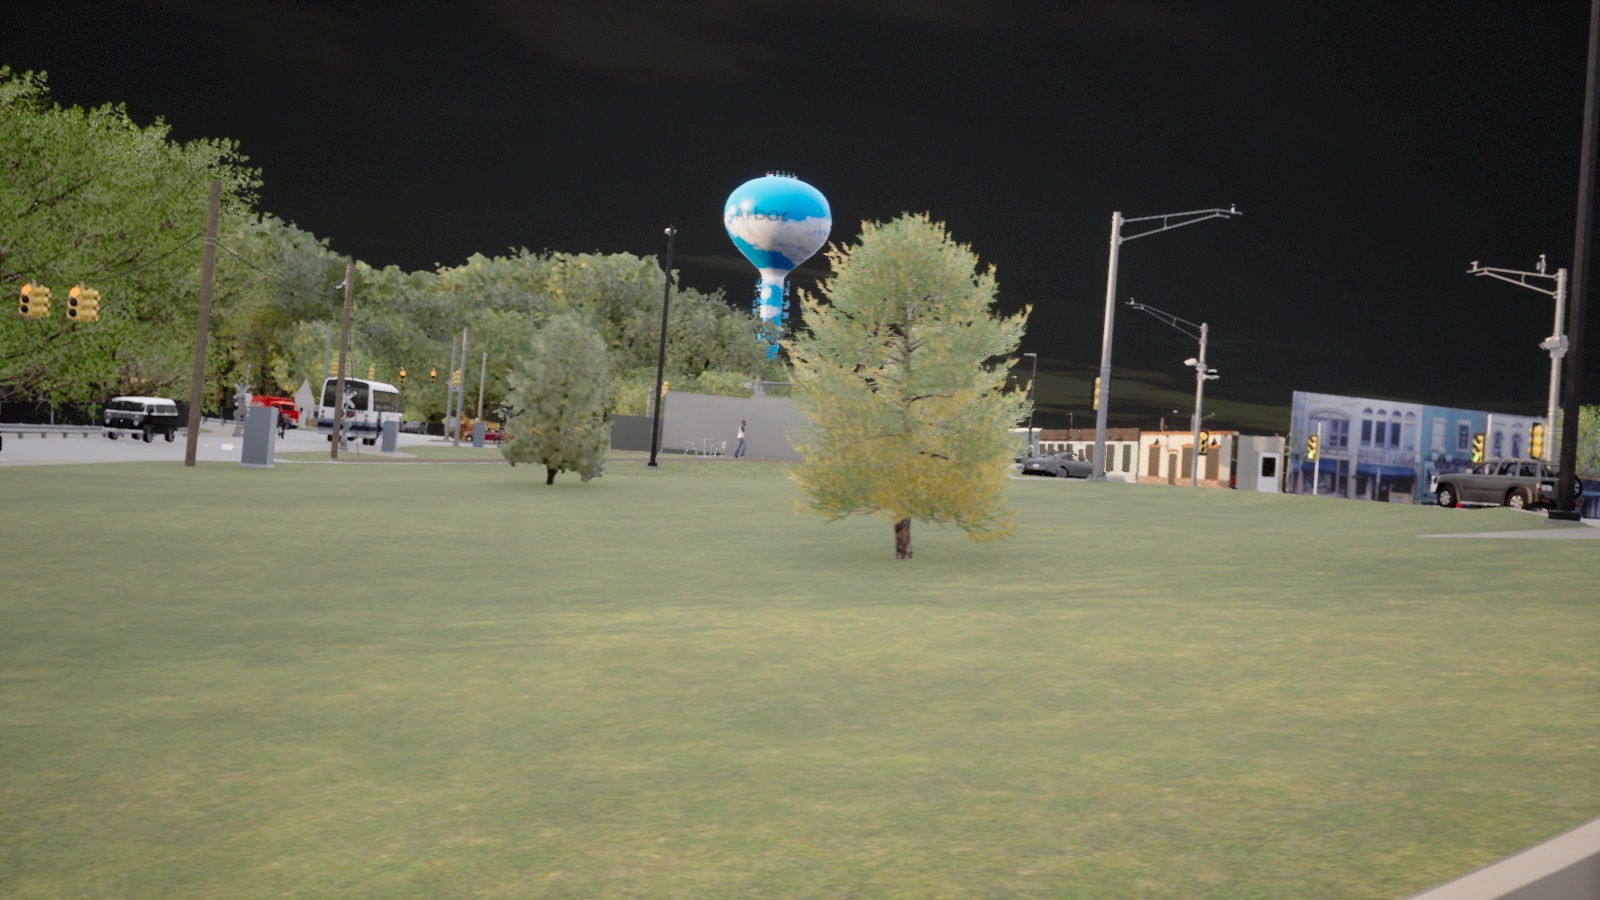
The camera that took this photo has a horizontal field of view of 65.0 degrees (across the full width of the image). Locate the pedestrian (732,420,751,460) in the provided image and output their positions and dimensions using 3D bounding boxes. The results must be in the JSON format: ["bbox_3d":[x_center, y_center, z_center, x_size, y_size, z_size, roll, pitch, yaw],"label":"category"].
[{"bbox_3d":[-2.747,-0.468,59.006,0.706,1.836,0.354,4,-1,-11],"label":"pedestrian"}]

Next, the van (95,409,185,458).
[{"bbox_3d":[-30.256,-0.770,57.734,2.069,2.038,4.480,3,0,-6],"label":"van"}]

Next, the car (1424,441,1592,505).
[{"bbox_3d":[23.024,0.695,41.074,1.932,1.855,4.605,4,-1,-18],"label":"car"}]

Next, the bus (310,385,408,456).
[{"bbox_3d":[-29.624,-1.939,84.971,3.944,4.253,10.273,4,0,-7],"label":"bus"}]

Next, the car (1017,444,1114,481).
[{"bbox_3d":[11.922,0.570,56.272,4.181,1.385,1.994,5,-2,-39],"label":"car"}]

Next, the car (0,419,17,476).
[{"bbox_3d":[-24.443,-0.123,35.403,2.033,1.649,4.856,4,0,-7],"label":"car"}]
